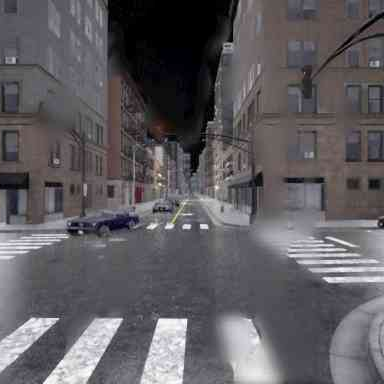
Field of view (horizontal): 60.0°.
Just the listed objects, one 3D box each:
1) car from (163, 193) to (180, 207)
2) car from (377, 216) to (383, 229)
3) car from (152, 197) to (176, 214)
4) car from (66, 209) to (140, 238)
[{"bbox_3d":[-3.000,1.180,49.737,2.150,2.045,5.566,0,0,0],"label":"car"},{"bbox_3d":[12.169,1.440,17.439,4.507,1.381,1.887,-1,0,1],"label":"car"},{"bbox_3d":[-3.033,1.547,35.467,1.994,1.385,4.181,0,0,0],"label":"car"},{"bbox_3d":[-4.764,1.654,18.410,1.895,1.301,4.718,0,0,18],"label":"car"}]
